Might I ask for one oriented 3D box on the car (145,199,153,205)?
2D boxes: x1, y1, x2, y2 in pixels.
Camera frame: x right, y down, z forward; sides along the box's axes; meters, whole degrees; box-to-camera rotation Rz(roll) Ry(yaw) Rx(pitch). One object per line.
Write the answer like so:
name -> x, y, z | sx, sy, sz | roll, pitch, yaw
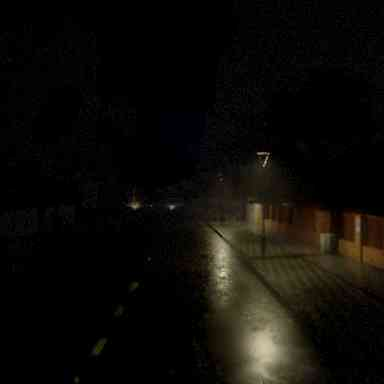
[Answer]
car -> -11.076, 2.568, 84.571 | 2.033, 1.411, 5.357 | 0, -1, -11
